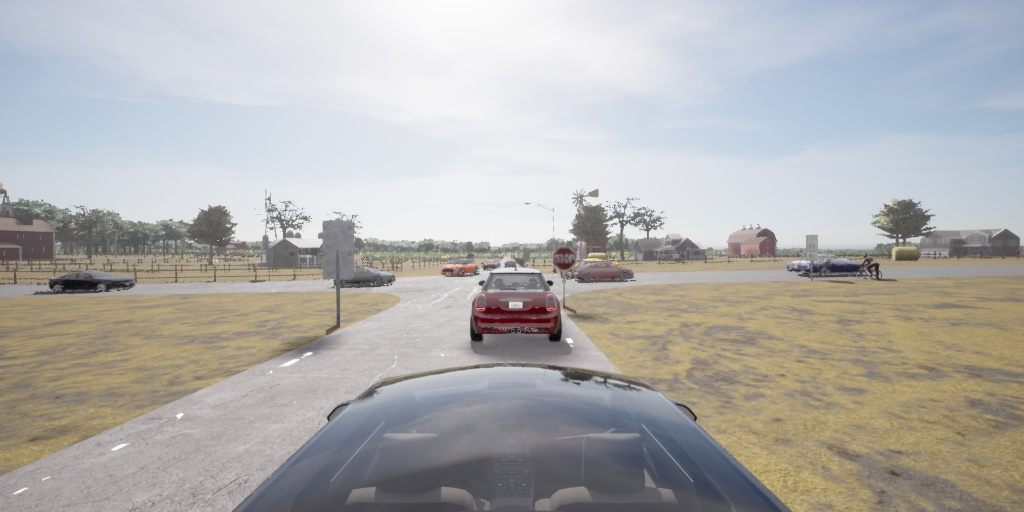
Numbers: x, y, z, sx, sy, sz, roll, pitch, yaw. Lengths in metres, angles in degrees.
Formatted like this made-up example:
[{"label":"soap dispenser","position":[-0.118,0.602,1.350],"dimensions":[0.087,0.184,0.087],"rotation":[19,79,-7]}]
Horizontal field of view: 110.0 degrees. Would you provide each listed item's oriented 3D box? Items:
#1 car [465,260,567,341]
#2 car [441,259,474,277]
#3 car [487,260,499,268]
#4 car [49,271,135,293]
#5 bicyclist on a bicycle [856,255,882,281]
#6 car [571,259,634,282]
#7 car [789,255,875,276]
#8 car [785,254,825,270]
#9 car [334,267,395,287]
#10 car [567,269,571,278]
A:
[{"label":"car","position":[0.110,1.099,10.019],"dimensions":[2.097,1.767,4.553],"rotation":[0,0,1]},{"label":"car","position":[-5.202,1.105,36.263],"dimensions":[2.097,1.767,4.553],"rotation":[-1,0,25]},{"label":"car","position":[-3.255,1.346,62.841],"dimensions":[1.994,1.385,4.181],"rotation":[0,0,-1]},{"label":"car","position":[-31.036,1.850,26.589],"dimensions":[5.008,1.535,1.882],"rotation":[-1,1,0]},{"label":"bicyclist on a bicycle","position":[22.792,0.745,22.911],"dimensions":[0.582,1.620,1.656],"rotation":[-1,0,0]},{"label":"car","position":[6.834,1.153,26.749],"dimensions":[4.181,1.385,1.994],"rotation":[-1,1,0]},{"label":"car","position":[23.981,0.802,26.812],"dimensions":[4.718,1.301,1.895],"rotation":[-1,1,0]},{"label":"car","position":[25.973,0.606,30.518],"dimensions":[4.674,1.442,1.812],"rotation":[-1,1,0]},{"label":"car","position":[-10.900,1.530,26.673],"dimensions":[4.181,1.385,1.994],"rotation":[-1,1,0]},{"label":"car","position":[6.496,1.002,30.440],"dimensions":[5.008,1.535,1.882],"rotation":[-2,1,0]}]
